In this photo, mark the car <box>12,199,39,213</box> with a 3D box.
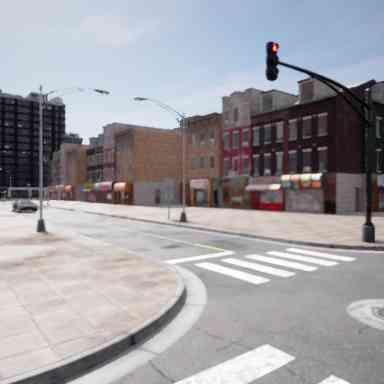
[{"bbox_3d":[-17.725,1.420,35.225,2.033,1.411,5.357,0,0,-36],"label":"car"}]
